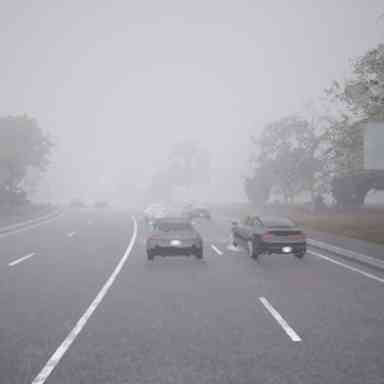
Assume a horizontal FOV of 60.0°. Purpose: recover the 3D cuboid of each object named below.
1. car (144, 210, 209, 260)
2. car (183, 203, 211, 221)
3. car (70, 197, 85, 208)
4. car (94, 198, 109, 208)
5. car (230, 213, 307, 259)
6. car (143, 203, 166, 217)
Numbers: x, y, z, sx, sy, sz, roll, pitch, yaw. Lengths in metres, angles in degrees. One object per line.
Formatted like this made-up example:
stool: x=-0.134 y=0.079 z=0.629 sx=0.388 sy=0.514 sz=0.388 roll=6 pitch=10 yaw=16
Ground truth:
car: x=-0.740 y=1.639 z=12.902 sx=1.994 sy=1.385 sz=4.181 roll=0 pitch=0 yaw=-6
car: x=0.333 y=1.689 z=28.943 sx=1.812 sy=1.442 sz=4.674 roll=0 pitch=0 yaw=-12
car: x=-18.456 y=1.658 z=53.671 sx=2.097 sy=1.767 sz=4.553 roll=0 pitch=0 yaw=-22
car: x=-14.660 y=1.785 z=53.603 sx=1.882 sy=1.535 sz=5.008 roll=0 pitch=0 yaw=-22
car: x=2.773 y=1.575 z=12.955 sx=1.837 sy=1.490 sz=4.892 roll=0 pitch=0 yaw=-6
car: x=-3.114 y=1.688 z=28.347 sx=1.812 sy=1.442 sz=4.674 roll=0 pitch=0 yaw=-12
